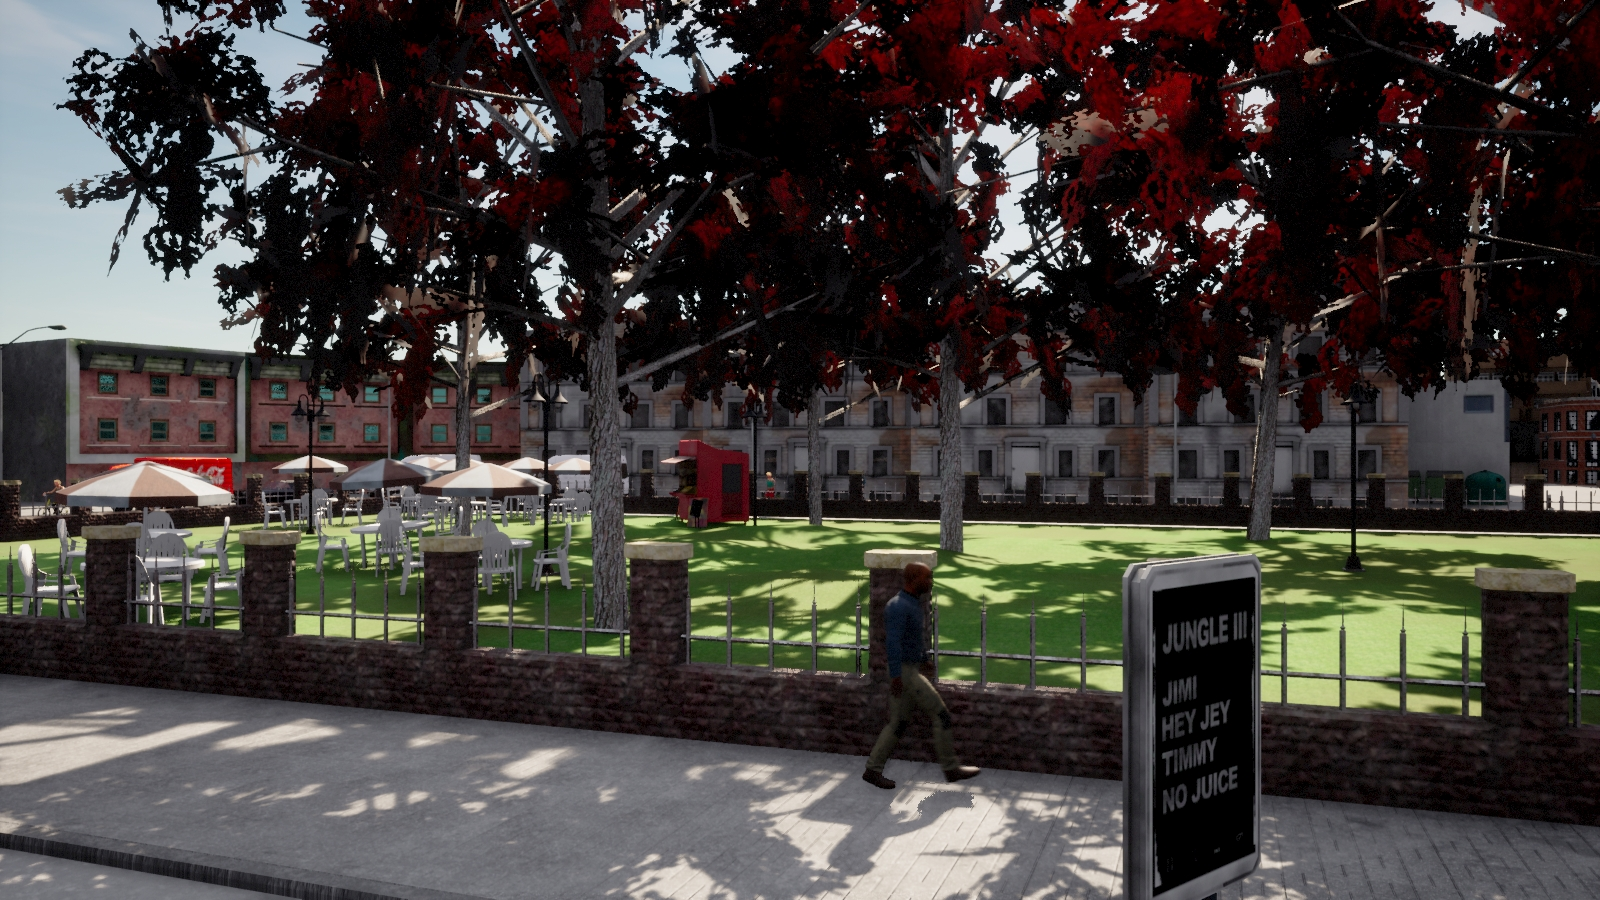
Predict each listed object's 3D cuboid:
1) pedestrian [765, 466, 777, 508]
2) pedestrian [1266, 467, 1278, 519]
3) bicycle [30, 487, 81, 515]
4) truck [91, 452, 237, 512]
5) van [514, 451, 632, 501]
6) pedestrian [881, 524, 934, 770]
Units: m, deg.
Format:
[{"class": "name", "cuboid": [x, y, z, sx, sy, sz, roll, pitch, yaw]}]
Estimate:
[{"class": "pedestrian", "cuboid": [-1.281, 1.629, 50.747, 0.375, 1.860, 0.375, 0, 0, 38]}, {"class": "pedestrian", "cuboid": [16.838, 1.525, 40.797, 0.375, 1.860, 0.375, 0, 0, 20]}, {"class": "bicycle", "cuboid": [-29.946, 2.036, 45.966, 0.859, 1.080, 1.487, 0, 0, 21]}, {"class": "truck", "cuboid": [-28.185, 1.348, 50.858, 2.627, 2.467, 5.204, 0, 0, 21]}, {"class": "van", "cuboid": [-12.048, 1.315, 60.623, 5.915, 2.561, 1.988, 0, 0, 20]}, {"class": "pedestrian", "cuboid": [0.851, 1.525, 8.979, 0.375, 1.860, 0.375, 0, 0, 12]}]
